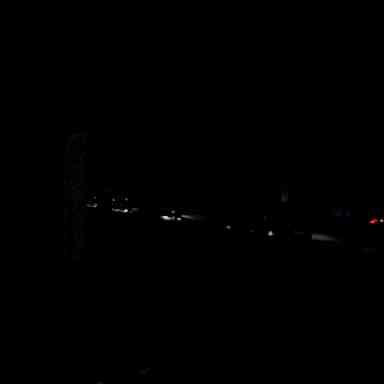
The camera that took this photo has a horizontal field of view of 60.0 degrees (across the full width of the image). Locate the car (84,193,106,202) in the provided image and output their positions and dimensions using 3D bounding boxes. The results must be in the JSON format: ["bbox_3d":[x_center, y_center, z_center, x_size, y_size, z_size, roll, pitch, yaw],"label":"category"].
[{"bbox_3d":[-14.970,0.828,51.069,1.895,1.301,4.718,1,1,-35],"label":"car"}]

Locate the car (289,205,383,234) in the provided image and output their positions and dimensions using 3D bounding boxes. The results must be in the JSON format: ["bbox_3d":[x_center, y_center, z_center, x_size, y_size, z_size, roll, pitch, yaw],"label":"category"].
[{"bbox_3d":[7.993,1.425,18.482,2.033,1.411,5.357,1,0,-32],"label":"car"}]

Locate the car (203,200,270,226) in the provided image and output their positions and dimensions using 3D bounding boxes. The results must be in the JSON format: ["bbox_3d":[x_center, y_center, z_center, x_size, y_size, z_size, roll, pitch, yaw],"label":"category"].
[{"bbox_3d":[2.661,1.258,20.646,2.128,1.511,4.902,1,1,-35],"label":"car"}]

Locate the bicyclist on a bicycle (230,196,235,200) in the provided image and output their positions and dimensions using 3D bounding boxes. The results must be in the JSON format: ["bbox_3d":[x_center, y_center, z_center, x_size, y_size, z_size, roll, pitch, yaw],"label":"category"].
[{"bbox_3d":[3.601,1.156,29.733,1.656,1.620,0.582,0,1,-35],"label":"bicyclist on a bicycle"}]

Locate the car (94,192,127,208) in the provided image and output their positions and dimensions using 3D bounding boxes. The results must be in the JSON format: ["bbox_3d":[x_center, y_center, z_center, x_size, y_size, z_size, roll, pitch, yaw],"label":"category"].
[{"bbox_3d":[-8.809,0.792,37.096,2.097,1.767,4.553,1,1,-35],"label":"car"}]

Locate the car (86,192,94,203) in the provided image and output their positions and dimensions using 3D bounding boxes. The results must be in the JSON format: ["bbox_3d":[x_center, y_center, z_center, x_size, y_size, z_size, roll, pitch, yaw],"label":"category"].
[{"bbox_3d":[-14.735,0.777,45.657,1.837,1.490,4.892,1,1,-34],"label":"car"}]

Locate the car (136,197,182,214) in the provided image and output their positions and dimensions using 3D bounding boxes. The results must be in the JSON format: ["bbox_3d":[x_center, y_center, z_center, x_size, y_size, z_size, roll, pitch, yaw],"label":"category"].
[{"bbox_3d":[-3.023,1.152,28.782,2.033,1.411,5.357,1,1,-35],"label":"car"}]
